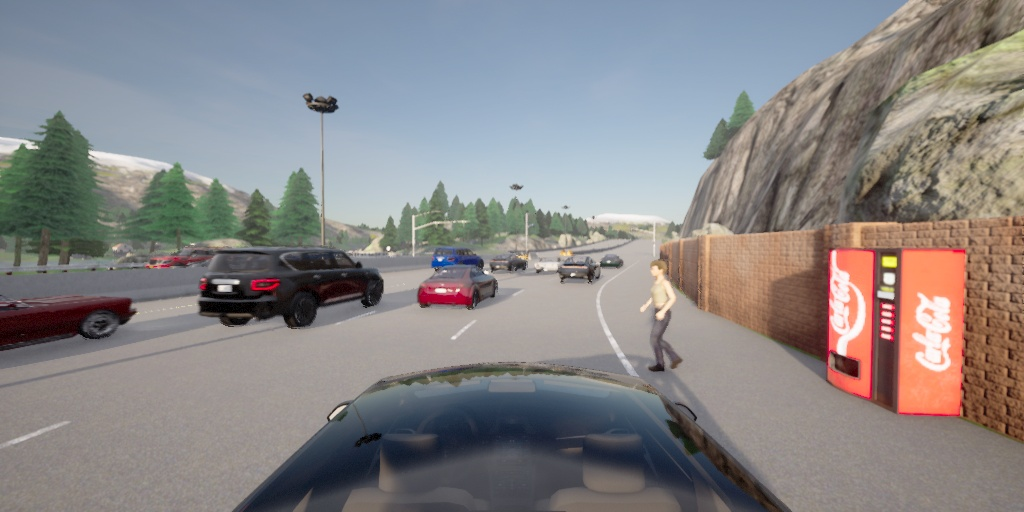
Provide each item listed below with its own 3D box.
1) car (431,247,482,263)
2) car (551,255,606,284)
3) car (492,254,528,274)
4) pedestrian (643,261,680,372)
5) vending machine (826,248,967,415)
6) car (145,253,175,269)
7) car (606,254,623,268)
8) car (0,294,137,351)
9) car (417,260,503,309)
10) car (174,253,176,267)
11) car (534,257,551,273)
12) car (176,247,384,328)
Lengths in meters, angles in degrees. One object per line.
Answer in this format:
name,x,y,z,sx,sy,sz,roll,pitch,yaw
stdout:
car,-4.290,0.327,28.812,2.150,2.045,5.566,1,1,21
car,4.198,0.768,21.792,2.128,1.511,4.902,1,1,21
car,-0.199,0.581,29.574,2.128,1.511,4.902,1,1,22
pedestrian,2.442,0.946,5.877,0.375,1.860,0.375,0,1,6
vending machine,5.134,0.873,4.898,1.100,2.100,0.880,0,0,5
car,-23.751,0.357,27.047,2.150,2.045,5.566,0,1,17
car,10.263,0.487,36.939,1.994,1.385,4.181,1,2,23
car,-10.059,1.232,6.445,1.895,1.301,4.718,0,1,5
car,-1.881,1.034,13.453,1.994,1.385,4.181,0,1,11
car,-20.456,0.659,25.769,2.128,1.511,4.902,0,1,17
car,3.373,0.703,29.151,1.895,1.301,4.718,1,1,22
car,-6.025,0.755,10.685,2.150,2.045,5.566,0,1,9
